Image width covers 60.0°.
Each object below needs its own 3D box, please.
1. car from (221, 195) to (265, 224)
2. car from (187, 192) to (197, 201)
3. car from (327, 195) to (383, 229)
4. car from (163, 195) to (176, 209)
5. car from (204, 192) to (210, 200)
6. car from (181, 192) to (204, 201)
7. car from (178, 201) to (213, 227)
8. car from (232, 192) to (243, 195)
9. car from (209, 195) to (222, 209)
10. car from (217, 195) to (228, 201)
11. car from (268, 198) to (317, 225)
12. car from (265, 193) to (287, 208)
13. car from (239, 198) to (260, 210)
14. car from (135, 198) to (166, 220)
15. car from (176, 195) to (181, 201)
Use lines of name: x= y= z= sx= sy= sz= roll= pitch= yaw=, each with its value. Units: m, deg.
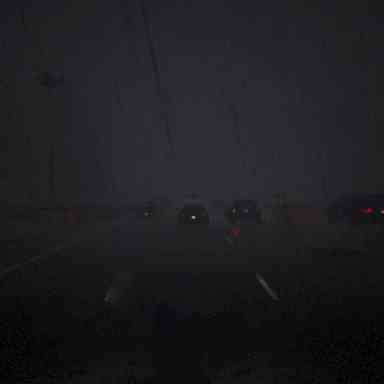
car: x=3.595 y=1.295 z=24.222 sx=2.097 sy=1.767 sz=4.553 roll=0 pitch=0 yaw=0
car: x=-0.014 y=1.049 z=77.041 sx=2.150 sy=2.045 sz=5.566 roll=0 pitch=0 yaw=0
car: x=10.596 y=1.173 z=21.116 sx=2.150 sy=2.045 sz=5.566 roll=0 pitch=0 yaw=0
car: x=-3.422 y=1.425 z=44.080 sx=1.812 sy=1.442 sz=4.674 roll=0 pitch=0 yaw=0
car: x=3.486 y=1.302 z=77.012 sx=1.882 sy=1.535 sz=5.008 roll=0 pitch=0 yaw=0
car: x=0.094 y=1.124 z=42.301 sx=2.150 sy=2.045 sz=5.566 roll=0 pitch=0 yaw=0
car: x=0.095 y=1.513 z=22.251 sx=1.994 sy=1.385 sz=4.181 roll=0 pitch=0 yaw=0
car: x=10.486 y=1.050 z=76.626 sx=2.150 sy=2.045 sz=5.566 roll=0 pitch=0 yaw=0
car: x=3.578 y=1.425 z=44.107 sx=1.812 sy=1.442 sz=4.674 roll=0 pitch=0 yaw=0
car: x=6.986 y=1.377 z=76.596 sx=1.994 sy=1.385 sz=4.181 roll=0 pitch=0 yaw=0
car: x=7.095 y=1.424 z=23.415 sx=1.882 sy=1.535 sz=5.008 roll=0 pitch=0 yaw=0
car: x=10.592 y=1.125 z=42.320 sx=2.150 sy=2.045 sz=5.566 roll=0 pitch=0 yaw=0
car: x=7.092 y=1.506 z=41.536 sx=1.895 sy=1.301 sz=4.718 roll=0 pitch=0 yaw=0
car: x=-3.419 y=1.464 z=26.981 sx=1.812 sy=1.442 sz=4.674 roll=0 pitch=0 yaw=0
car: x=-3.514 y=1.349 z=77.011 sx=2.128 sy=1.511 sz=4.902 roll=0 pitch=0 yaw=0
